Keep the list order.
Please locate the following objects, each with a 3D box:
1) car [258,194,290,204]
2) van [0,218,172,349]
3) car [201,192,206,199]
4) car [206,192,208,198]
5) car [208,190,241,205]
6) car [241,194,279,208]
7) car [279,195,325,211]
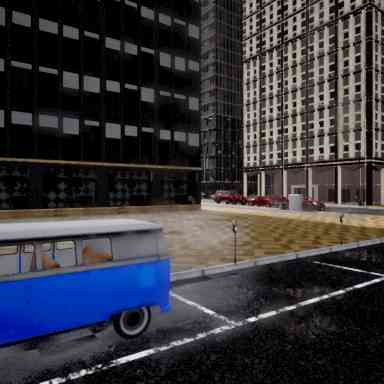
[{"bbox_3d":[11.657,0.987,47.620,1.802,1.307,4.206,1,0,-36],"label":"car"},{"bbox_3d":[-2.243,1.341,4.960,3.998,1.788,1.690,0,0,-35],"label":"van"},{"bbox_3d":[1.917,0.649,61.222,1.947,1.339,4.313,1,0,-36],"label":"car"},{"bbox_3d":[5.066,0.712,56.827,1.752,1.417,4.829,1,0,-36],"label":"car"},{"bbox_3d":[4.887,0.732,42.690,2.192,1.841,5.009,1,0,-36],"label":"car"},{"bbox_3d":[8.125,1.106,38.159,1.802,1.307,4.206,1,0,-36],"label":"car"},{"bbox_3d":[11.374,1.072,33.627,1.967,1.590,4.097,1,0,-36],"label":"car"}]
